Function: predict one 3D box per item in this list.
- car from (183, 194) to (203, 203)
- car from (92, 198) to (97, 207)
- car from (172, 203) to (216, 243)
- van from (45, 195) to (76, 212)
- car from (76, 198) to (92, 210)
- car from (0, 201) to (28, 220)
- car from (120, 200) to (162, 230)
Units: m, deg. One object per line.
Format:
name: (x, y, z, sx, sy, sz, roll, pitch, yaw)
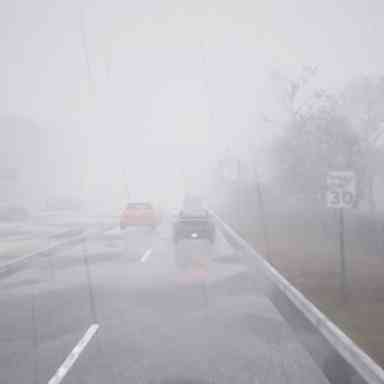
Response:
car: (0.083, 1.267, 39.183, 2.150, 2.045, 5.566, 0, 0, 0)
car: (-15.620, 1.561, 50.029, 2.002, 1.452, 4.674, -2, 0, 0)
car: (0.094, 1.524, 16.067, 1.837, 1.490, 4.892, 0, 0, 0)
van: (-15.570, 1.280, 38.922, 1.878, 1.987, 4.442, 0, 0, 0)
car: (-15.587, 1.543, 44.533, 2.163, 1.488, 4.792, 0, 0, 0)
car: (-15.538, 1.531, 27.990, 2.002, 1.452, 4.674, 0, 0, 0)
car: (-3.161, 1.377, 21.407, 2.097, 1.767, 4.553, 0, 0, 0)
